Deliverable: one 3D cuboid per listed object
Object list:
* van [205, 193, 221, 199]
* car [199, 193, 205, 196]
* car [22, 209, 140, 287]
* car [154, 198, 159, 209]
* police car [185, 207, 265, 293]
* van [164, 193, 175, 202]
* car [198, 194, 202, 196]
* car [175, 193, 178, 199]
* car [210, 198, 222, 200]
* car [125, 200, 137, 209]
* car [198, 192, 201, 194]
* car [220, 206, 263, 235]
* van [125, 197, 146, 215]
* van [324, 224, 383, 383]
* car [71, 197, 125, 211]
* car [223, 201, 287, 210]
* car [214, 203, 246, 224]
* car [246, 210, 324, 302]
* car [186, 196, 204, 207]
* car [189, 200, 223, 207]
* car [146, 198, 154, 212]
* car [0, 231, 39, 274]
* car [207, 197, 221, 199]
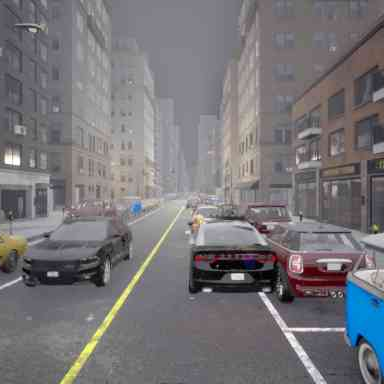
[{"bbox_3d":[2.890,1.330,42.255,1.690,1.788,3.998,0,0,0],"label":"van"},{"bbox_3d":[3.064,1.391,75.119,1.967,1.590,4.097,0,0,0],"label":"car"},{"bbox_3d":[-2.951,1.477,9.579,1.882,1.535,5.008,0,0,0],"label":"car"},{"bbox_3d":[-5.637,1.515,42.114,1.752,1.417,4.829,0,0,0],"label":"car"},{"bbox_3d":[0.842,1.425,8.984,1.930,1.638,5.238,0,0,-1],"label":"police car"},{"bbox_3d":[-5.461,1.292,75.147,1.690,1.788,3.998,0,0,0],"label":"van"},{"bbox_3d":[0.279,1.454,53.157,1.882,1.535,5.008,0,0,0],"label":"car"},{"bbox_3d":[-5.402,1.248,86.319,2.192,1.841,5.009,0,0,0],"label":"car"},{"bbox_3d":[2.830,1.548,30.915,2.008,1.369,4.403,0,0,0],"label":"car"},{"bbox_3d":[-5.726,1.549,25.278,2.008,1.369,4.403,0,0,0],"label":"car"},{"bbox_3d":[3.124,1.248,86.289,2.192,1.841,5.009,0,0,0],"label":"car"},{"bbox_3d":[2.770,1.565,19.577,1.947,1.339,4.313,0,0,0],"label":"car"},{"bbox_3d":[-5.696,1.339,30.946,1.690,1.788,3.998,0,0,0],"label":"van"},{"bbox_3d":[2.679,1.341,2.569,1.690,1.788,3.998,0,0,0],"label":"van"},{"bbox_3d":[-5.756,1.314,19.610,2.192,1.841,5.009,0,0,0],"label":"car"},{"bbox_3d":[2.739,1.314,13.908,2.192,1.841,5.009,0,0,0],"label":"car"},{"bbox_3d":[2.799,1.564,25.246,1.947,1.339,4.313,0,0,0],"label":"car"},{"bbox_3d":[2.709,1.440,8.239,1.967,1.590,4.097,0,0,0],"label":"car"},{"bbox_3d":[0.239,1.551,44.154,1.994,1.385,4.181,0,0,1],"label":"car"},{"bbox_3d":[0.886,1.455,19.079,1.801,1.575,5.366,0,0,0],"label":"car"},{"bbox_3d":[-5.667,1.520,36.445,1.752,1.417,4.829,0,0,0],"label":"car"},{"bbox_3d":[-5.817,1.525,8.104,1.752,1.417,4.829,0,0,0],"label":"car"},{"bbox_3d":[2.860,1.577,36.585,1.802,1.307,4.206,0,0,0],"label":"car"}]
